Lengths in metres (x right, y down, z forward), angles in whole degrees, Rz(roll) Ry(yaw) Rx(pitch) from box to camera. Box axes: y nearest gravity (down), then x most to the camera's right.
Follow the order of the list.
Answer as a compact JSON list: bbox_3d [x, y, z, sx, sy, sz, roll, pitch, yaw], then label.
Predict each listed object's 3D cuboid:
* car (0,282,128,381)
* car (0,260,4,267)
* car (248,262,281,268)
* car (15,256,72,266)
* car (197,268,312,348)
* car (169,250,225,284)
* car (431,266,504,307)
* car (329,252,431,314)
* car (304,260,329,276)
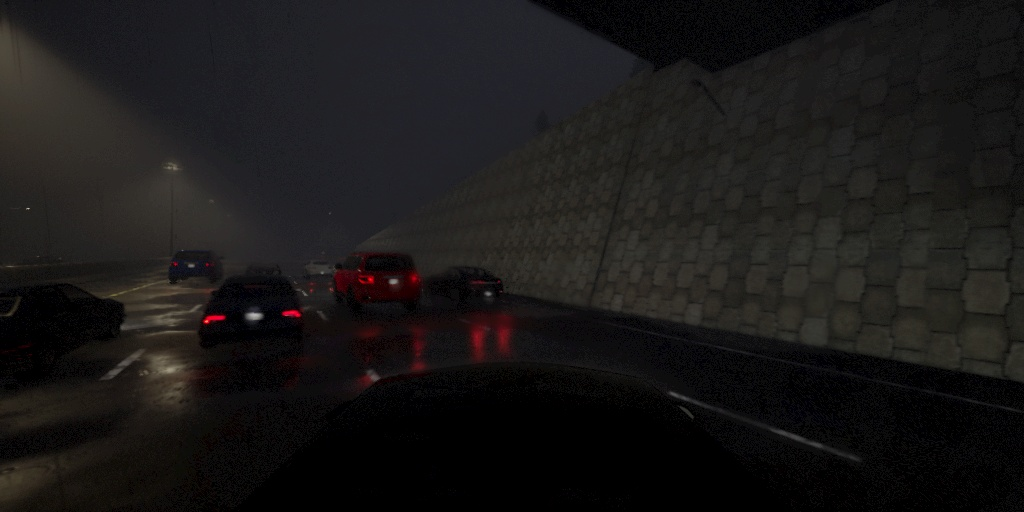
[{"bbox_3d":[-8.661,1.155,6.146,2.033,1.411,5.357,1,0,-34],"label":"car"},{"bbox_3d":[-38.903,0.616,25.631,1.837,1.490,4.892,1,0,-34],"label":"car"},{"bbox_3d":[-16.812,1.054,24.410,1.895,1.301,4.718,1,0,-34],"label":"car"},{"bbox_3d":[-36.142,0.711,27.796,1.994,1.385,4.181,1,0,-34],"label":"car"},{"bbox_3d":[-6.348,1.187,8.969,2.033,1.411,5.357,1,0,-34],"label":"car"},{"bbox_3d":[-20.091,0.625,23.017,2.150,2.045,5.566,1,0,-34],"label":"car"},{"bbox_3d":[-2.200,1.187,15.326,2.128,1.511,4.902,1,0,-34],"label":"car"},{"bbox_3d":[-5.232,0.872,13.567,2.150,2.045,5.566,1,0,-34],"label":"car"},{"bbox_3d":[-15.368,0.995,28.495,1.812,1.442,4.674,1,0,-34],"label":"car"}]
